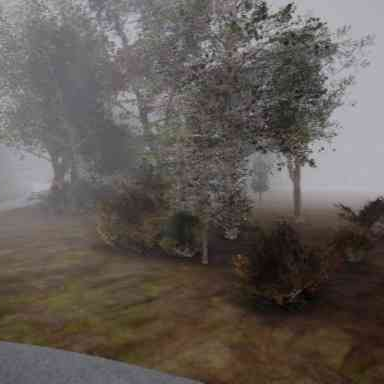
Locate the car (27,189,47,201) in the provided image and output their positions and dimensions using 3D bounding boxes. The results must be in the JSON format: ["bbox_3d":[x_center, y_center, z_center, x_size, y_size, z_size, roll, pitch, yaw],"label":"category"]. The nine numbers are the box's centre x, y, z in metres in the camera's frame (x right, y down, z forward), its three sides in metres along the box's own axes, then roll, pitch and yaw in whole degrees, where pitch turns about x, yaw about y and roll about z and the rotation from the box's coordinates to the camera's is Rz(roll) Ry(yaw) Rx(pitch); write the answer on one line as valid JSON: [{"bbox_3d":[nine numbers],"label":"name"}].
[{"bbox_3d":[-25.498,0.703,54.386,2.033,1.411,5.357,-2,3,-15],"label":"car"}]

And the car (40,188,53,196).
[{"bbox_3d":[-29.804,0.060,68.215,1.895,1.301,4.718,-1,4,-19],"label":"car"}]
